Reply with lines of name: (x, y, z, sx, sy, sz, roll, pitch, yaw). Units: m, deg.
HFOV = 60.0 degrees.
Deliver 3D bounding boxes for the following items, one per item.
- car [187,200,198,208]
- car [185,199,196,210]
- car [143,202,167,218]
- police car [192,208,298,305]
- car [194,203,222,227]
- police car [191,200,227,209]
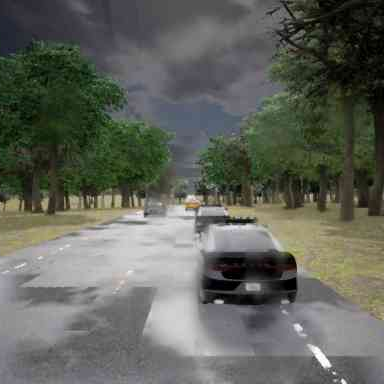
car: (0.060, 2.146, 60.726, 1.895, 1.301, 4.718, 0, -1, 0)
car: (0.089, 1.738, 46.235, 1.882, 1.535, 5.008, 0, -1, 1)
car: (-3.468, 1.690, 32.101, 1.994, 1.385, 4.181, 0, 0, 0)
police car: (1.058, 1.436, 8.307, 1.930, 1.638, 5.238, 0, 0, 0)
car: (1.074, 1.607, 24.199, 1.812, 1.442, 4.674, 0, 0, 0)
police car: (1.068, 1.474, 18.309, 1.930, 1.638, 5.238, 0, 0, 0)
